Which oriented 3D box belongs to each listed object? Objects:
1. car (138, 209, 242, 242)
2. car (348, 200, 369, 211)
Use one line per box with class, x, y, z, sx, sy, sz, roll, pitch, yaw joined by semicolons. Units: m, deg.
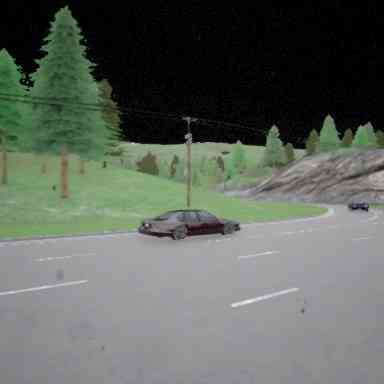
car;-0.009;1.568;16.643;5.357;1.411;2.033;0;0;-36
car;20.652;1.697;41.519;1.895;1.301;4.718;0;0;19
